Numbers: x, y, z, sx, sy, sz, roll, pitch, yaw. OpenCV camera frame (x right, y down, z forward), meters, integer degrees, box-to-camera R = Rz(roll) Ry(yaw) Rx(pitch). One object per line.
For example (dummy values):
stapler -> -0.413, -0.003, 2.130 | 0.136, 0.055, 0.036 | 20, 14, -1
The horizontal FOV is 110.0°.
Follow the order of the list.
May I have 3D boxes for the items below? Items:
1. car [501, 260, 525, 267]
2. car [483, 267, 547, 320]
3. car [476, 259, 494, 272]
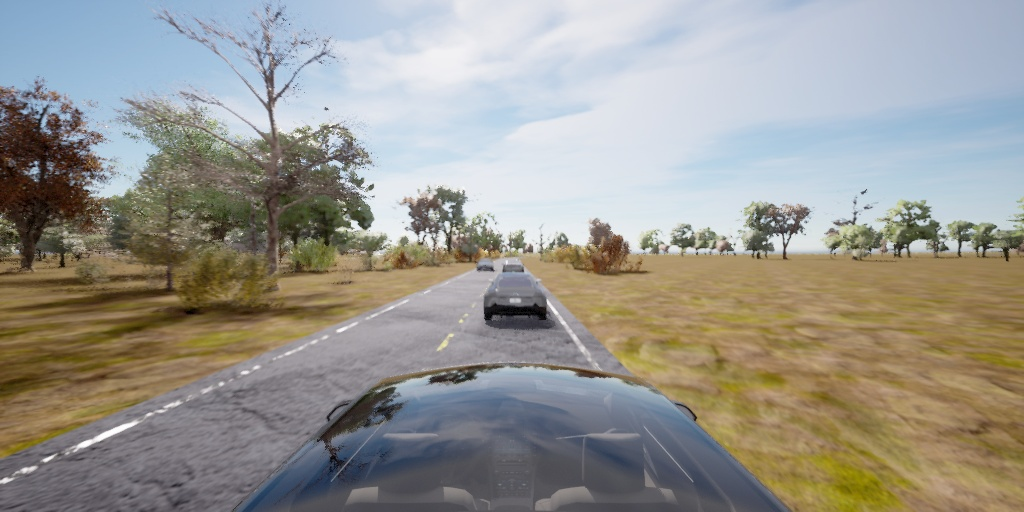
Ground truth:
car -> 0.103, 1.073, 31.409 | 2.128, 1.511, 4.902 | 0, 0, 0
car -> 0.099, 1.254, 12.407 | 1.994, 1.385, 4.181 | 0, 0, 0
car -> -3.079, 1.049, 41.809 | 1.812, 1.442, 4.674 | 0, 0, 0
